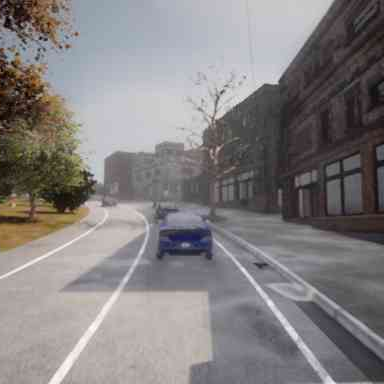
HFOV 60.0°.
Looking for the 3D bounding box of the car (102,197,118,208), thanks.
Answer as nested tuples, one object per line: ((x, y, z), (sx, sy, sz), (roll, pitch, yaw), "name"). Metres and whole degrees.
((-12.145, 1.491, 49.128), (1.837, 1.490, 4.892), (3, -1, -22), "car")

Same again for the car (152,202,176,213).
((-2.152, 1.576, 27.117), (1.837, 1.490, 4.892), (1, 0, -10), "car")

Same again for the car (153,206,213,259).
((-0.314, 1.504, 12.744), (1.882, 1.535, 5.008), (1, 0, -3), "car")
